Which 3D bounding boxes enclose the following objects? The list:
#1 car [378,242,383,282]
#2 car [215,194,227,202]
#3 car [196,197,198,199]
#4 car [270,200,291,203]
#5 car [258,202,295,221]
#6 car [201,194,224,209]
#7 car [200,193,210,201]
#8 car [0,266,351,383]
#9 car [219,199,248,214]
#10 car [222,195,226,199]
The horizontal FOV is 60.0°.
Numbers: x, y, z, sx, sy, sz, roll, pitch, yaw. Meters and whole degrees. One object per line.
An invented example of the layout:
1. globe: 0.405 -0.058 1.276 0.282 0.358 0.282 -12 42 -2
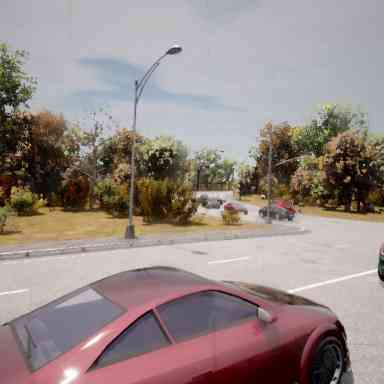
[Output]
1. car: 6.905 1.484 8.739 4.553 1.767 2.097 2 -1 -36
2. car: 6.600 1.346 76.382 1.812 1.442 4.674 2 2 -4
3. car: 0.981 1.585 64.745 1.895 1.301 4.718 2 2 -9
4. car: 12.384 2.192 48.408 2.150 2.045 5.566 3 1 -19
5. car: 9.251 2.291 36.693 1.837 1.490 4.892 3 -1 -23
6. car: 3.063 1.745 54.906 2.097 1.767 4.553 3 1 -14
7. car: 2.988 1.158 78.217 1.994 1.385 4.181 2 2 -1
8. car: -0.109 1.571 3.674 4.181 1.385 1.994 0 0 -36
9. car: 5.895 2.199 45.347 1.812 1.442 4.674 3 0 -19
10. car: 4.582 1.606 65.524 1.882 1.535 5.008 2 2 -10
